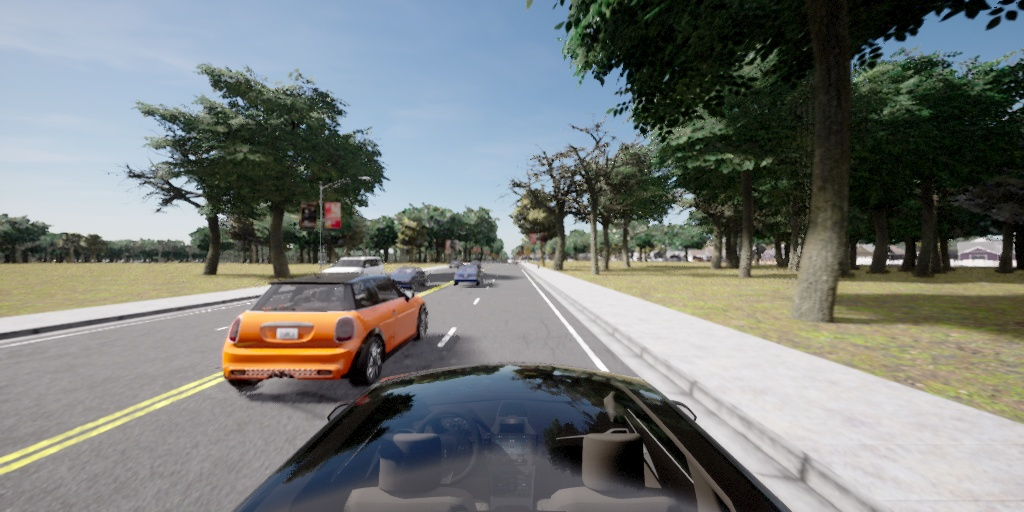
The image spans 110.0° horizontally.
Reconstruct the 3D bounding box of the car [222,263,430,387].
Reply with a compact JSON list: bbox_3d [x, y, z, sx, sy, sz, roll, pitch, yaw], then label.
[{"bbox_3d":[-3.155,1.124,7.170,2.097,1.767,4.553,0,0,0],"label":"car"}]

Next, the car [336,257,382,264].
[{"bbox_3d":[-9.831,1.058,22.587,2.150,2.045,5.566,0,0,0],"label":"car"}]

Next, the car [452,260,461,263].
[{"bbox_3d":[-9.738,1.517,62.375,2.128,1.511,4.902,0,0,1],"label":"car"}]

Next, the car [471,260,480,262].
[{"bbox_3d":[-6.478,1.533,63.744,1.837,1.490,4.892,0,0,1],"label":"car"}]

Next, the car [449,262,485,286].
[{"bbox_3d":[-3.129,1.403,26.754,2.033,1.411,5.357,0,0,0],"label":"car"}]

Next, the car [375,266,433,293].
[{"bbox_3d":[-6.581,1.385,22.559,2.033,1.411,5.357,0,0,0],"label":"car"}]
